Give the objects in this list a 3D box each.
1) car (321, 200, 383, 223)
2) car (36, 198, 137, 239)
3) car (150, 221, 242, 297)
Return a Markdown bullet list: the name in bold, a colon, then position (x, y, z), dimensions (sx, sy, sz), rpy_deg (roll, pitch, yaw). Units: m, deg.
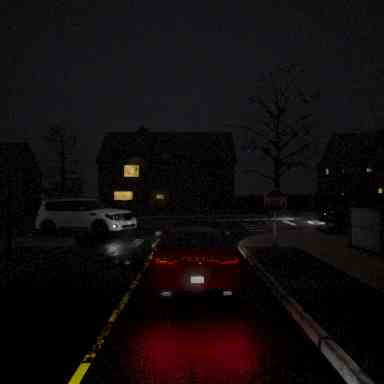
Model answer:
- **car**: position (10.798, 1.241, 21.977), dimensions (4.181, 1.385, 1.994), rpy_deg (-1, 1, 1)
- **car**: position (-5.643, 1.314, 17.583), dimensions (5.566, 2.045, 2.150), rpy_deg (-3, -1, 23)
- **car**: position (0.038, 1.478, 8.644), dimensions (1.882, 1.535, 5.008), rpy_deg (0, 0, -1)
